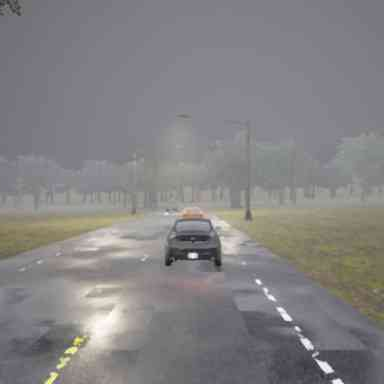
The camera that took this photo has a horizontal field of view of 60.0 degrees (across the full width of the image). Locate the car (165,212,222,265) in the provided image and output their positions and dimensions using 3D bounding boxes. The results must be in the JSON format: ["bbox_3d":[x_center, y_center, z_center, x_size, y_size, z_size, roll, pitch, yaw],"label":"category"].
[{"bbox_3d":[0.048,1.694,12.383,1.837,1.490,4.892,0,-1,0],"label":"car"}]

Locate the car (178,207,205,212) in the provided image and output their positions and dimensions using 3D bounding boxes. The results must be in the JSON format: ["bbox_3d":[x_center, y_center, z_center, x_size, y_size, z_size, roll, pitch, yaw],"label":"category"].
[{"bbox_3d":[0.058,2.062,28.756,1.882,1.535,5.008,0,-1,0],"label":"car"}]

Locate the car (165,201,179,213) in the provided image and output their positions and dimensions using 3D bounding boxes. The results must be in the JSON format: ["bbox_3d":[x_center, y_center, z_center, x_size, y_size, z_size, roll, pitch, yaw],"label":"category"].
[{"bbox_3d":[-3.533,2.559,58.657,2.150,2.045,5.566,0,-1,1],"label":"car"}]
